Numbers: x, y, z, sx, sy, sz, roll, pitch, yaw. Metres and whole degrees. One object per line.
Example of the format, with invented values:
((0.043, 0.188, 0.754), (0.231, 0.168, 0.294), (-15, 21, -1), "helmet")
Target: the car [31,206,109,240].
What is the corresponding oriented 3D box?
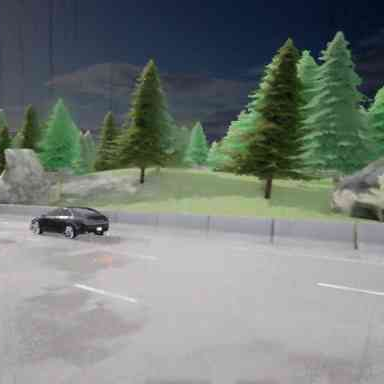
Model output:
((-6.345, 1.495, 17.122), (4.892, 1.490, 1.837), (0, 0, 36), "car")
